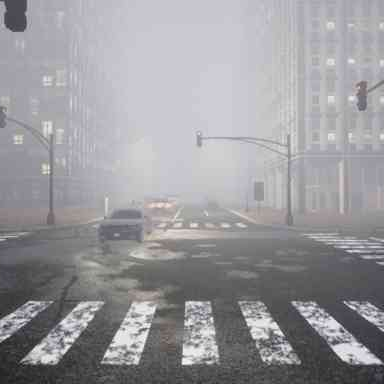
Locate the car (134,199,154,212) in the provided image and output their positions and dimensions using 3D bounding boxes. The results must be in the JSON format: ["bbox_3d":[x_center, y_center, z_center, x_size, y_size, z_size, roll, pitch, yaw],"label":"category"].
[{"bbox_3d":[-5.643,1.597,39.400,1.802,1.307,4.206,1,0,0],"label":"car"}]

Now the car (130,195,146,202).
[{"bbox_3d":[-5.644,1.453,33.825,1.967,1.590,4.097,1,0,0],"label":"car"}]

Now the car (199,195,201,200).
[{"bbox_3d":[2.758,1.590,61.763,1.947,1.339,4.313,1,0,0],"label":"car"}]

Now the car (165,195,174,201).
[{"bbox_3d":[-5.603,1.578,84.001,1.887,1.381,4.507,1,0,0],"label":"car"}]

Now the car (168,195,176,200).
[{"bbox_3d":[-5.593,1.605,95.152,1.947,1.339,4.313,1,0,0],"label":"car"}]

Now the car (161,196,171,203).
[{"bbox_3d":[-5.612,1.573,72.851,1.887,1.381,4.507,1,0,0],"label":"car"}]

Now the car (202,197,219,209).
[{"bbox_3d":[2.742,1.599,45.030,1.802,1.307,4.206,1,0,0],"label":"car"}]

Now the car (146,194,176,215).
[{"bbox_3d":[-3.071,1.365,33.519,2.097,1.767,4.553,0,0,0],"label":"car"}]

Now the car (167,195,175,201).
[{"bbox_3d":[-5.598,1.587,89.577,2.008,1.369,4.403,1,0,0],"label":"car"}]

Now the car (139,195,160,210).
[{"bbox_3d":[-5.632,1.332,44.975,2.192,1.841,5.009,1,0,0],"label":"car"}]

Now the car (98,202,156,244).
[{"bbox_3d":[-3.086,1.483,16.133,1.882,1.535,5.008,0,0,0],"label":"car"}]

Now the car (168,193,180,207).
[{"bbox_3d":[-3.044,1.243,51.324,2.150,2.045,5.566,0,0,0],"label":"car"}]

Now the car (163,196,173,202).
[{"bbox_3d":[-5.607,1.582,78.426,2.008,1.369,4.403,1,0,0],"label":"car"}]

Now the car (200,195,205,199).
[{"bbox_3d":[2.754,1.547,56.356,1.752,1.417,4.829,1,0,0],"label":"car"}]
